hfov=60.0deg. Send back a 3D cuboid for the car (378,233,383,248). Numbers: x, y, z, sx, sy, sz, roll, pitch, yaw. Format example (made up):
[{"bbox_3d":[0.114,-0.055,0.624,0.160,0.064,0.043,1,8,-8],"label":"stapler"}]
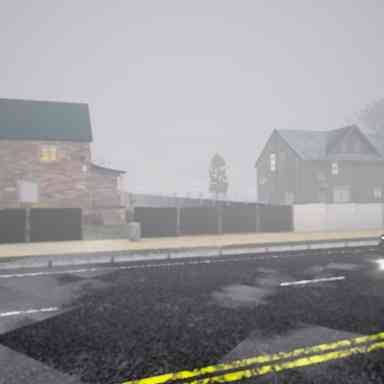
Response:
[{"bbox_3d":[10.008,1.689,13.114,5.357,1.411,2.033,0,0,-21],"label":"car"}]
